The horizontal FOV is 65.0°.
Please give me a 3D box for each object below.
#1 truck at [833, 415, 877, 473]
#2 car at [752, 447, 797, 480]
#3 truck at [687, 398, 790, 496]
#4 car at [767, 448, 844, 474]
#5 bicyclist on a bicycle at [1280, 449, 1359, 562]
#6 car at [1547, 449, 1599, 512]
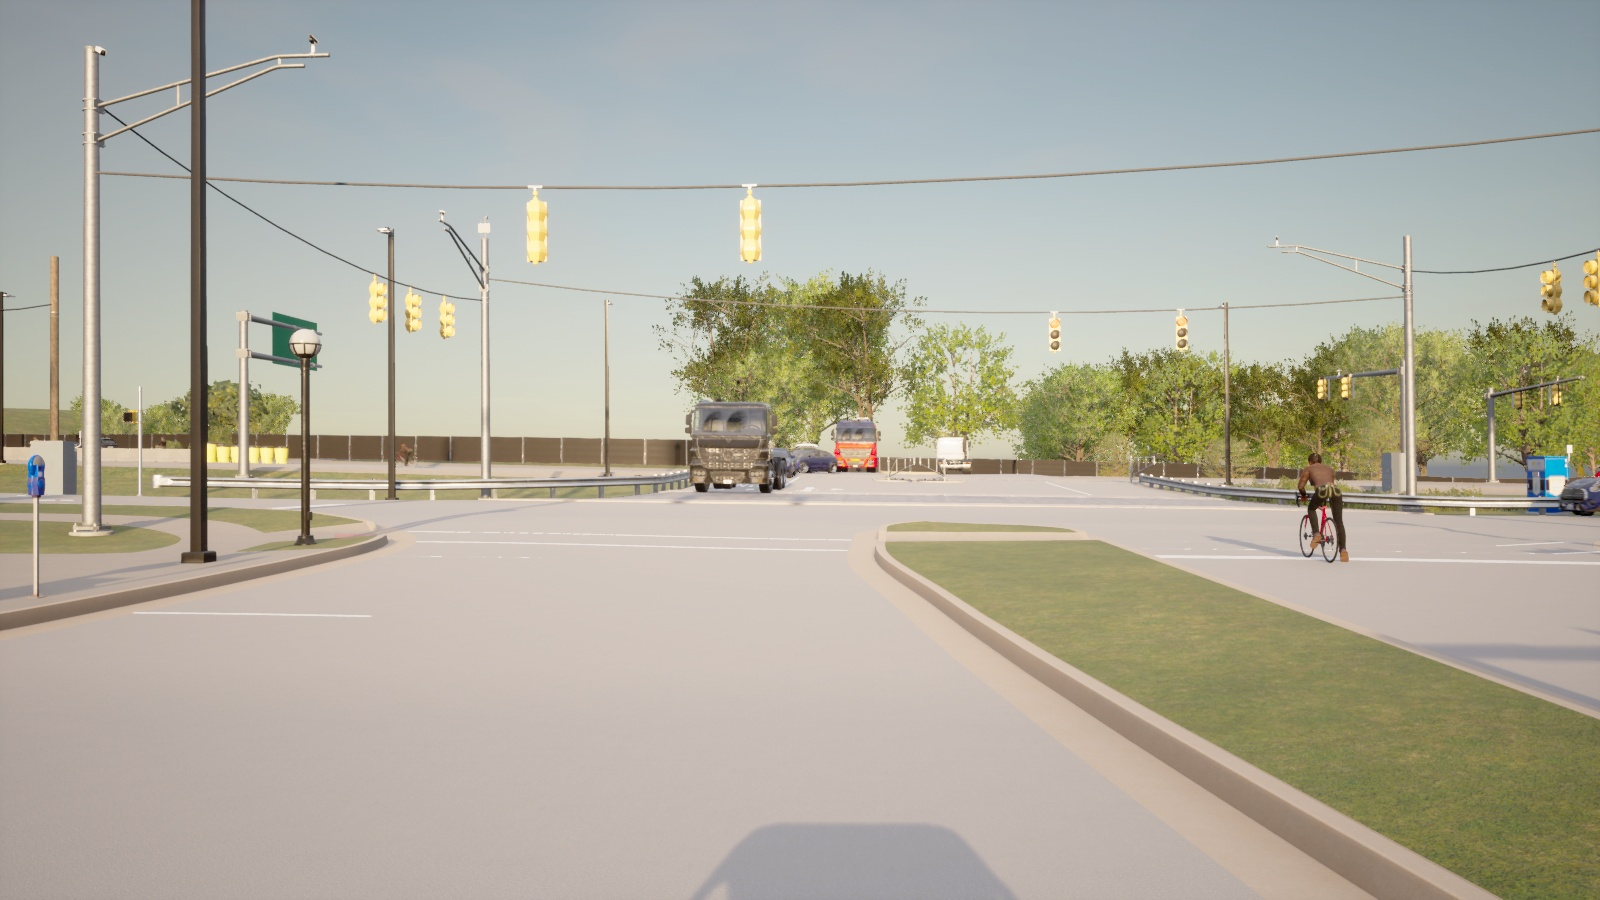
[{"bbox_3d":[3.928,-0.362,87.896,2.891,3.827,8.468,0,-1,4],"label":"truck"},{"bbox_3d":[-1.223,0.646,62.823,1.812,1.442,4.674,1,1,4],"label":"car"},{"bbox_3d":[-2.239,-0.133,48.801,2.891,3.462,7.936,0,0,5],"label":"truck"},{"bbox_3d":[0.348,0.672,74.825,2.163,1.488,4.792,0,-1,36],"label":"car"},{"bbox_3d":[7.829,0.809,18.989,0.582,1.620,1.656,0,0,4],"label":"bicyclist on a bicycle"},{"bbox_3d":[24.278,0.870,35.914,4.553,1.767,2.097,0,-1,4],"label":"car"}]
